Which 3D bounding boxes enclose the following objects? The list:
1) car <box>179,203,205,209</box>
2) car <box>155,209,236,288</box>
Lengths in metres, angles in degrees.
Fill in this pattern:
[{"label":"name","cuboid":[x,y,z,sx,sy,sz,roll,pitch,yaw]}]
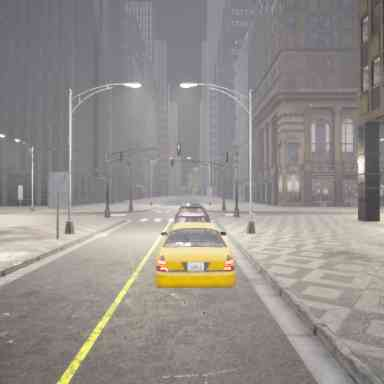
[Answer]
[{"label":"car","cuboid":[-0.009,1.455,19.334,2.033,1.649,4.856,0,0,-1]},{"label":"car","cuboid":[0.050,1.463,9.192,1.801,1.575,5.366,0,0,-1]}]
